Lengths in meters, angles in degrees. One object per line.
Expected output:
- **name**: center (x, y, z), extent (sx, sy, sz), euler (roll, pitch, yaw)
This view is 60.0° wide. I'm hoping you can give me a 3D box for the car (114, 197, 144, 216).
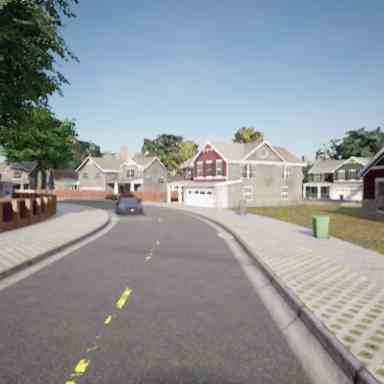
- **car**: center (-5.123, 1.144, 26.806), extent (1.994, 1.385, 4.181), euler (0, 1, -19)
